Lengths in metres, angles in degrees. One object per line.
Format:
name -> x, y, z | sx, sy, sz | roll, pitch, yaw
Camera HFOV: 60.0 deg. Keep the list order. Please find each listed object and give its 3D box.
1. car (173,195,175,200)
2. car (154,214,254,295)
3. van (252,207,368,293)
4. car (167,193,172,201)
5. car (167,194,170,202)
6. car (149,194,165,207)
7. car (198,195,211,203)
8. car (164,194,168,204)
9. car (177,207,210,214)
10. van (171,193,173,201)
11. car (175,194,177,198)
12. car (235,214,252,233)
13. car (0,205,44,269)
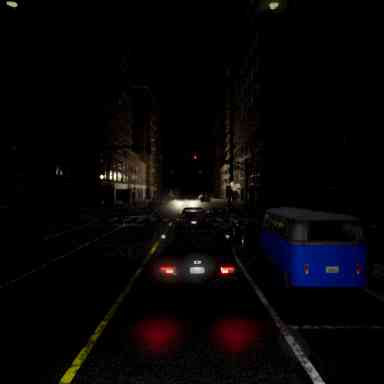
car -> -5.715, 1.516, 79.510 | 2.008, 1.369, 4.403 | 0, 0, 0
car -> 0.096, 1.546, 8.881 | 2.033, 1.411, 5.357 | 0, 0, 0
van -> 2.850, 1.339, 8.612 | 1.690, 1.788, 3.998 | 0, 0, 0
car -> -5.709, 1.509, 68.608 | 1.887, 1.381, 4.507 | 0, 0, 0
car -> -5.706, 1.509, 63.157 | 1.887, 1.381, 4.507 | 0, 0, 0
car -> -5.699, 1.493, 52.086 | 1.752, 1.417, 4.829 | 0, 0, 0
car -> 2.816, 1.404, 68.649 | 1.967, 1.590, 4.097 | 0, 0, 0
car -> -5.702, 1.516, 57.706 | 2.008, 1.369, 4.403 | 0, 0, 0
car -> 0.090, 1.557, 19.200 | 1.994, 1.385, 4.181 | 0, 0, 0
van -> -5.712, 1.305, 74.059 | 1.690, 1.788, 3.998 | 0, 0, 0
car -> -5.719, 1.282, 84.961 | 2.192, 1.841, 5.009 | 0, 0, 0
car -> 2.848, 1.562, 14.272 | 1.947, 1.339, 4.313 | 0, 0, 0
car -> -5.674, 1.313, 8.567 | 2.192, 1.841, 5.009 | 0, 0, 0
